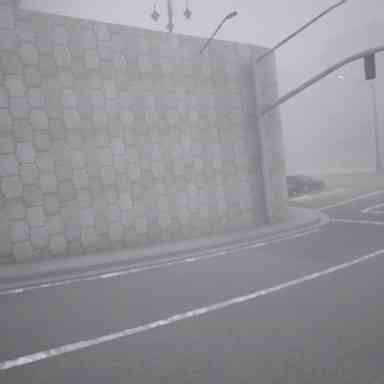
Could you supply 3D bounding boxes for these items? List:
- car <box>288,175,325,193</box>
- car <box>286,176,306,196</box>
[{"bbox_3d":[9.591,-0.804,30.139,1.837,1.490,4.892,-10,6,-35],"label":"car"},{"bbox_3d":[6.550,-0.271,28.454,2.033,1.411,5.357,-10,6,-35],"label":"car"}]
